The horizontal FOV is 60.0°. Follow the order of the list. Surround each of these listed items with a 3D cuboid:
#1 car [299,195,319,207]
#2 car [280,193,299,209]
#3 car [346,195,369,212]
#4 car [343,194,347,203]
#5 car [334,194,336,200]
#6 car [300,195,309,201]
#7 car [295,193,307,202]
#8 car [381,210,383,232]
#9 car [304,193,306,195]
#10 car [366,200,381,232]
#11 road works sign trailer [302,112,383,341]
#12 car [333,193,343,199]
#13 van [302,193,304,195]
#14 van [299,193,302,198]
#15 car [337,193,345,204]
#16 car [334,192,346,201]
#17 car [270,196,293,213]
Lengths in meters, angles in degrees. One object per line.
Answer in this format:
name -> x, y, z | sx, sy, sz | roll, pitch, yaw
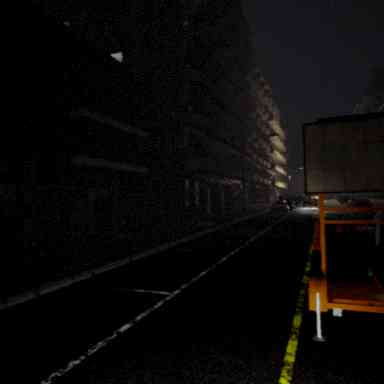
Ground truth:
car -> 17.279, 1.457, 48.753 | 1.895, 1.301, 4.718 | -2, -1, 22
car -> 11.646, 1.284, 41.418 | 2.192, 1.841, 5.009 | 0, 0, 22
car -> 16.920, 1.268, 33.323 | 1.887, 1.381, 4.507 | -1, 0, 22
car -> 18.950, 1.256, 38.469 | 2.008, 1.369, 4.403 | -1, 0, 22
car -> 29.105, 1.078, 64.190 | 1.967, 1.590, 4.097 | -1, 0, 22
car -> 27.885, 1.446, 82.574 | 1.947, 1.339, 4.313 | -1, 0, 22
car -> 23.823, 1.209, 72.284 | 2.192, 1.841, 5.009 | -1, 0, 22
car -> 8.802, 1.354, 12.744 | 1.887, 1.381, 4.507 | -1, 0, 22
car -> 21.793, 1.218, 67.140 | 2.192, 1.841, 5.009 | -1, 0, 22
car -> 10.894, 1.310, 18.048 | 1.752, 1.417, 4.829 | -1, 0, 22
road works sign trailer -> 3.298, 0.400, 5.956 | 2.380, 3.560, 2.880 | -2, 0, 21
car -> 37.187, 1.054, 84.786 | 1.967, 1.590, 4.097 | -1, 0, 22
van -> 17.734, 1.265, 56.851 | 1.690, 1.788, 3.998 | 0, 0, 22
van -> 15.704, 1.277, 51.705 | 1.690, 1.788, 3.998 | 0, 0, 22
car -> 25.040, 1.204, 53.903 | 1.887, 1.381, 4.507 | -1, 0, 22
car -> 33.125, 0.938, 74.495 | 2.192, 1.841, 5.009 | -1, 0, 22
car -> 9.555, 1.514, 36.114 | 1.752, 1.417, 4.829 | 0, 0, 22
